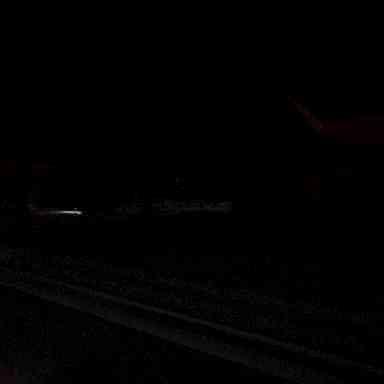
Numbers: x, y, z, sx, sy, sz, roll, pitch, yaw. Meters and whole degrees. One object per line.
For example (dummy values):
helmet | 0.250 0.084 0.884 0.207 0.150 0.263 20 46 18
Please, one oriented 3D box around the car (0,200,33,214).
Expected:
car | -17.750 1.526 32.082 1.812 1.442 4.674 0 0 34

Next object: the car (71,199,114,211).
car | -11.990 1.547 40.650 2.033 1.411 5.357 0 0 34

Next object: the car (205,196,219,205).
car | 3.486 1.505 58.535 1.837 1.490 4.892 0 0 14
